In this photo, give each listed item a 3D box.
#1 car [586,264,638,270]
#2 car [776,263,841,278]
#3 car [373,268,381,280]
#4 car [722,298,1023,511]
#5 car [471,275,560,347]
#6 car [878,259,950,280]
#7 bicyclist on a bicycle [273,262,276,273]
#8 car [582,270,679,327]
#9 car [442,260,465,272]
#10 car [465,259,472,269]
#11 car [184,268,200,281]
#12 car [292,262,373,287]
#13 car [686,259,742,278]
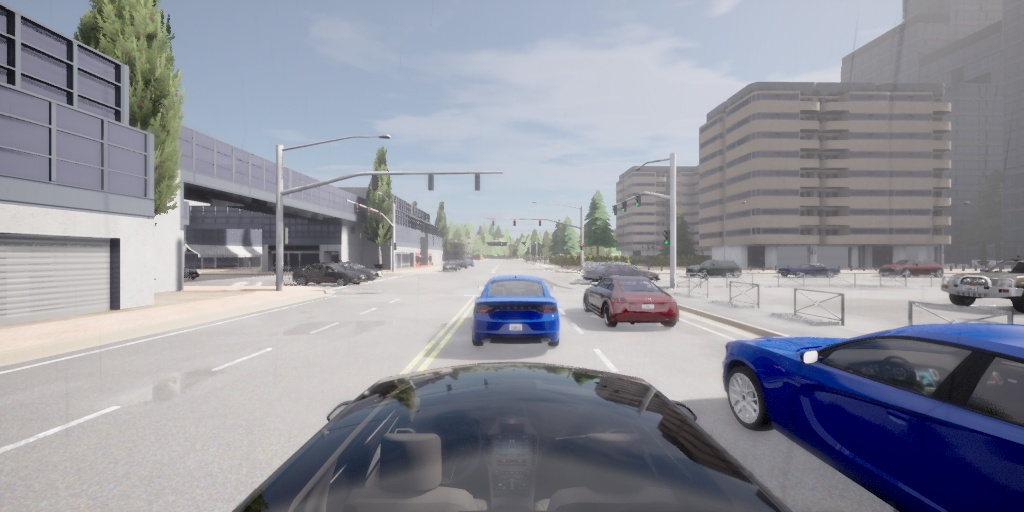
[{"bbox_3d":[7.797,1.297,25.905,5.357,1.411,2.033,0,0,-2],"label":"car"},{"bbox_3d":[27.671,1.351,33.562,4.718,1.301,1.895,0,0,-1],"label":"car"},{"bbox_3d":[-12.922,1.242,28.345,4.902,1.511,2.128,0,0,-1],"label":"car"},{"bbox_3d":[3.603,1.228,2.557,1.882,1.535,5.008,0,0,0],"label":"car"},{"bbox_3d":[0.093,1.228,9.408,1.882,1.535,5.008,0,0,0],"label":"car"},{"bbox_3d":[37.467,1.102,33.749,4.553,1.767,2.097,0,0,-1],"label":"car"},{"bbox_3d":[-25.843,1.053,39.622,0.582,1.620,1.656,0,0,-1],"label":"bicyclist on a bicycle"},{"bbox_3d":[3.602,1.314,11.541,1.994,1.385,4.181,0,0,0],"label":"car"},{"bbox_3d":[-7.851,1.241,46.801,2.128,1.511,4.902,0,0,0],"label":"car"},{"bbox_3d":[-7.991,1.314,56.761,1.994,1.385,4.181,0,0,-1],"label":"car"},{"bbox_3d":[-27.395,1.255,28.116,4.892,1.490,1.837,0,0,-1],"label":"car"},{"bbox_3d":[-12.357,1.255,24.375,4.892,1.490,1.837,0,-1,9],"label":"car"},{"bbox_3d":[18.684,1.102,33.376,4.553,1.767,2.097,0,0,-1],"label":"car"}]
